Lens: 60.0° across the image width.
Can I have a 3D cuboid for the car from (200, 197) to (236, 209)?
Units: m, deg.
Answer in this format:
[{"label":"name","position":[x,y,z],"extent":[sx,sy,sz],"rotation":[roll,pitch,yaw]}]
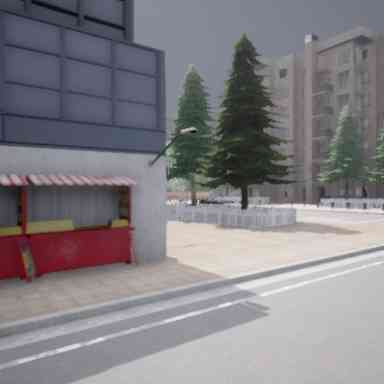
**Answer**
[{"label":"car","position":[2.824,1.263,36.668],"extent":[2.128,1.511,4.902],"rotation":[-1,0,-36]}]
